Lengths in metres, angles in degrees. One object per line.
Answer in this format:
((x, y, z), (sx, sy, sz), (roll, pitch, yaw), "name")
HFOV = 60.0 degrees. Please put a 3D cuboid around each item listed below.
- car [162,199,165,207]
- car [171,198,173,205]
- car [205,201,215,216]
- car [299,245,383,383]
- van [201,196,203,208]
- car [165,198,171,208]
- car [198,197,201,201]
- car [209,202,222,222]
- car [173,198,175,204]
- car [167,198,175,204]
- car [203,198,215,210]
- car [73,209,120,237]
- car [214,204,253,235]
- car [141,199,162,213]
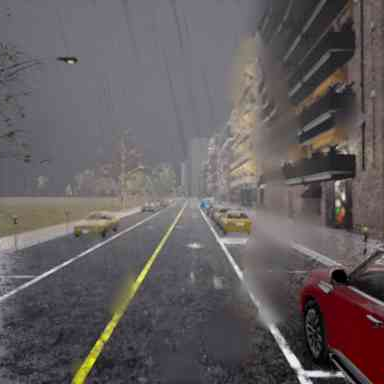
((-5.361, 1.961, 47.529), (2.008, 1.369, 4.403), (1, 0, 0), "car")
((-5.381, 2.124, 64.491), (1.947, 1.339, 4.313), (1, -1, 0), "car")
((2.538, 1.818, 31.158), (2.008, 1.369, 4.403), (1, 0, 0), "car")
((2.574, 1.340, 2.857), (2.192, 1.841, 5.009), (1, 0, 0), "car")
((2.521, 1.755, 48.143), (1.690, 1.788, 3.998), (1, -1, 0), "van")
((-5.373, 1.949, 58.838), (1.967, 1.590, 4.097), (1, -1, 0), "car")
((2.505, 2.079, 59.462), (1.947, 1.339, 4.313), (1, -1, 0), "car")
((2.545, 1.746, 25.668), (1.752, 1.417, 4.829), (1, 0, 0), "car")
((-5.393, 2.099, 75.799), (1.967, 1.590, 4.097), (1, -1, 0), "car")
((-5.407, 2.303, 87.106), (1.887, 1.381, 4.507), (1, -1, 0), "car")
((2.533, 1.756, 36.820), (1.967, 1.590, 4.097), (1, 0, 0), "car")
((-5.328, 1.690, 19.091), (1.752, 1.417, 4.829), (1, 0, 0), "car")
((2.551, 1.697, 20.007), (1.752, 1.417, 4.829), (1, 0, 0), "car")
((-5.355, 1.912, 41.876), (2.008, 1.369, 4.403), (1, 0, 0), "car")
